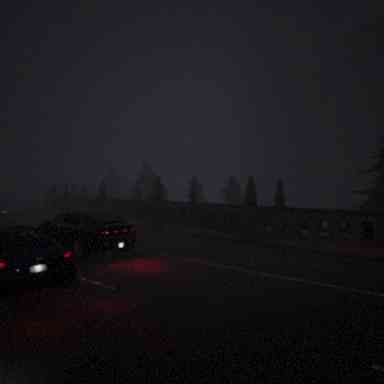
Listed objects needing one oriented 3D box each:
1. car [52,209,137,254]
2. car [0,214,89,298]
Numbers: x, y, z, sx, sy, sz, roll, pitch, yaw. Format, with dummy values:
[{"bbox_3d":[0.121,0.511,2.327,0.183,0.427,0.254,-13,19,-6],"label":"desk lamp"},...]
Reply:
[{"bbox_3d":[-4.021,1.386,12.144,4.892,1.490,1.837,1,1,43],"label":"car"},{"bbox_3d":[-4.576,1.466,7.944,4.181,1.385,1.994,1,0,41],"label":"car"}]
